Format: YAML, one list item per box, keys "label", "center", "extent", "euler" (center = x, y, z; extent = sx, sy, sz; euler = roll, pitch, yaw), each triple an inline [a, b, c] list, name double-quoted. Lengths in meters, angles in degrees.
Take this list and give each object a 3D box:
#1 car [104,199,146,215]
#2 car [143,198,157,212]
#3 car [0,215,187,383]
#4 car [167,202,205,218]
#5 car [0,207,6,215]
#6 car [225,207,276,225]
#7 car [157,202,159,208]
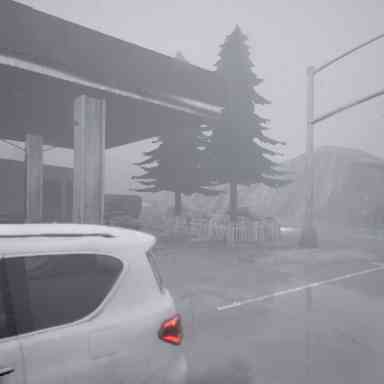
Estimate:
- label: "car"
  center: [-4.453, 1.446, 18.318]
  extent: [1.905, 1.878, 3.866]
  euler: [1, 0, -36]
- label: "car"
  center: [-6.512, 1.652, 40.240]
  extent: [1.812, 1.442, 4.674]
  euler: [1, 0, -35]
- label: "car"
  center: [-2.632, 1.276, 2.155]
  extent: [5.566, 2.045, 2.150]
  euler: [2, -2, -36]
- label: "car"
  center: [-0.649, 1.720, 31.911]
  extent: [1.812, 1.442, 4.674]
  euler: [1, 0, -35]
- label: "car"
  center: [-11.584, 1.521, 18.528]
  extent: [2.242, 1.667, 4.611]
  euler: [1, 0, -36]
- label: "car"
  center: [4.265, 1.816, 24.911]
  extent: [1.994, 1.385, 4.181]
  euler: [1, 0, -35]
- label: "car"
  center: [-6.447, 1.637, 46.544]
  extent: [1.837, 1.490, 4.892]
  euler: [1, 0, -35]
